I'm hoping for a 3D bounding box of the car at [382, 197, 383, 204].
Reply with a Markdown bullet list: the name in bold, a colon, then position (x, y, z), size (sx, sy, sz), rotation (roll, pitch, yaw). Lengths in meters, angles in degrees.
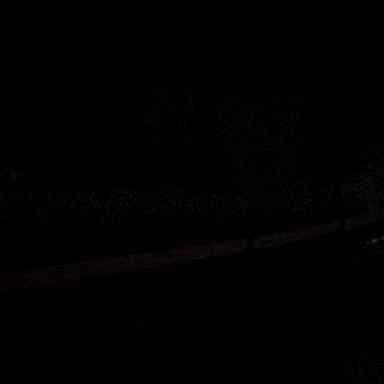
- **car**: position (35.231, 1.357, 58.976), size (1.837, 1.490, 4.892), rotation (0, 0, 14)
